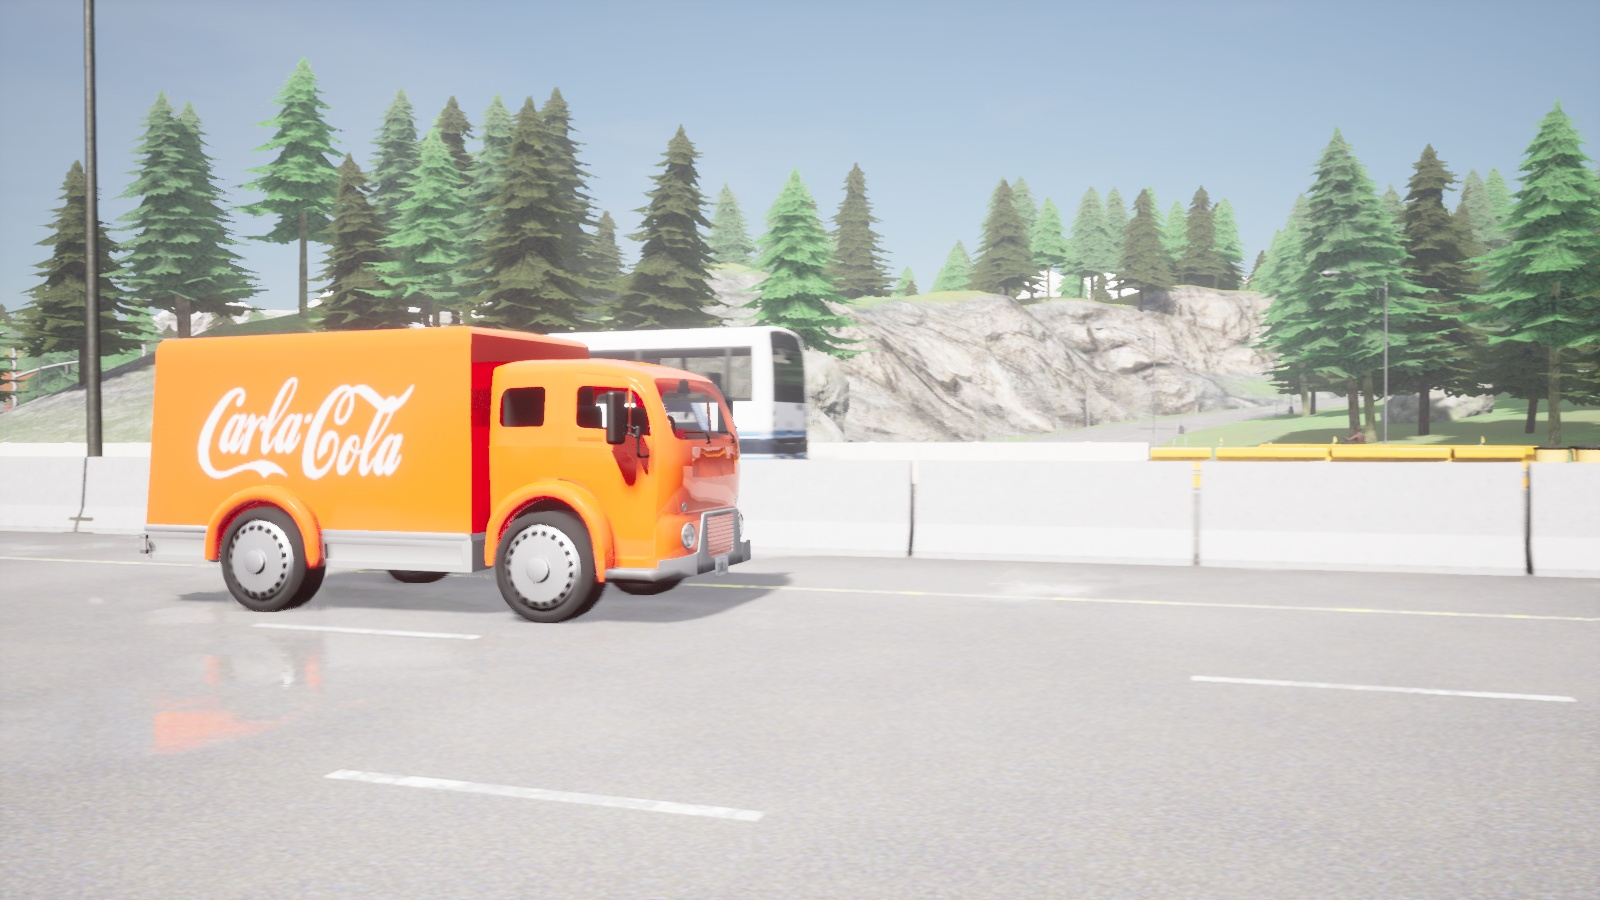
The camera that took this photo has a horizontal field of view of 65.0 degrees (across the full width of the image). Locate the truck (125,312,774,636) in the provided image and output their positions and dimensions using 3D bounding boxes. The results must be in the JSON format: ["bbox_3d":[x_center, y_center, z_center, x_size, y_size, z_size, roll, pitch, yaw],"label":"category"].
[{"bbox_3d":[-3.140,0.142,11.627,5.204,2.467,2.627,1,1,19],"label":"truck"}]

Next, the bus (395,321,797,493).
[{"bbox_3d":[-5.590,-1.125,34.593,10.273,4.253,3.944,0,1,19],"label":"bus"}]
